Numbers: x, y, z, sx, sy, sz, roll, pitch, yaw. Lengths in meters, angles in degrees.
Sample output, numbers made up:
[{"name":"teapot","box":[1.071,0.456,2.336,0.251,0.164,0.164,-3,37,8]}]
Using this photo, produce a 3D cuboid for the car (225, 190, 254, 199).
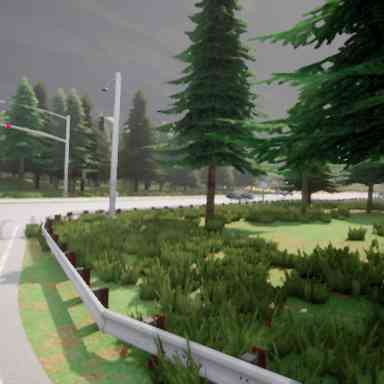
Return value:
[{"name":"car","box":[6.796,0.437,46.752,2.033,1.411,5.357,5,3,38]}]
